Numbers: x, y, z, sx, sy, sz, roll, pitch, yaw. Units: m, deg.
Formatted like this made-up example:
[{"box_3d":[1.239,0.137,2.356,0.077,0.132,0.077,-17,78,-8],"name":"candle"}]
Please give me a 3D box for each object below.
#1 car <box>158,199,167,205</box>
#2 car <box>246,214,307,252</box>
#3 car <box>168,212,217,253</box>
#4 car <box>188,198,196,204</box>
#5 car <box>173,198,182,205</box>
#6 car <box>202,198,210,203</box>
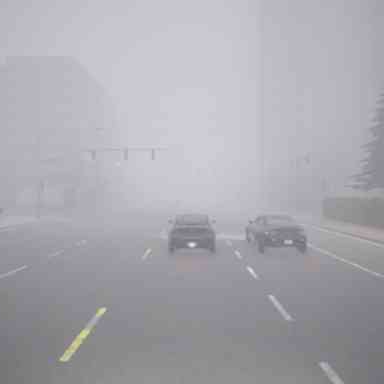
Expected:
[{"box_3d":[-6.967,2.329,78.403,1.895,1.301,4.718,0,-1,0],"name":"car"},{"box_3d":[3.510,1.661,14.379,1.812,1.442,4.674,0,0,0],"name":"car"},{"box_3d":[0.010,1.642,14.311,1.837,1.490,4.892,0,0,0],"name":"car"},{"box_3d":[0.036,2.166,85.716,2.128,1.511,4.902,0,-1,0],"name":"car"},{"box_3d":[-3.467,2.212,78.432,1.882,1.535,5.008,0,-1,0],"name":"car"},{"box_3d":[3.536,2.165,85.714,1.812,1.442,4.674,0,-1,0],"name":"car"}]
